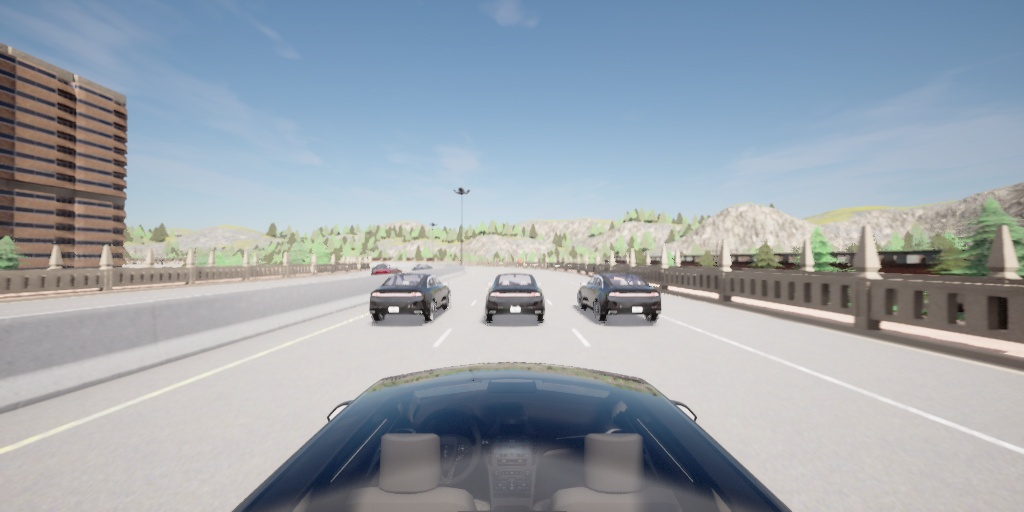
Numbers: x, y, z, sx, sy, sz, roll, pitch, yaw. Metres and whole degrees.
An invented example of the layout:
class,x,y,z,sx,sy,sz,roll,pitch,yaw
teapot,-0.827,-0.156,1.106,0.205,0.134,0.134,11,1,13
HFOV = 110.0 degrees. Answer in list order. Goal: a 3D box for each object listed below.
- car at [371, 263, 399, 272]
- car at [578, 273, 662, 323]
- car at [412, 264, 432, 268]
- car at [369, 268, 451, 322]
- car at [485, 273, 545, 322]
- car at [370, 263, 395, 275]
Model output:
class,x,y,z,sx,sy,sz,roll,pitch,yaw
car,-14.120,1.779,40.999,1.895,1.301,4.718,0,-1,0
car,3.599,1.353,12.717,2.128,1.511,4.902,0,-1,0
car,-10.649,1.686,42.460,2.128,1.511,4.902,0,-1,-1
car,-3.400,1.353,12.732,2.128,1.511,4.902,0,-1,0
car,0.100,1.353,12.723,2.128,1.511,4.902,0,-1,0
car,-17.827,1.780,49.513,1.837,1.490,4.892,0,-1,-3
